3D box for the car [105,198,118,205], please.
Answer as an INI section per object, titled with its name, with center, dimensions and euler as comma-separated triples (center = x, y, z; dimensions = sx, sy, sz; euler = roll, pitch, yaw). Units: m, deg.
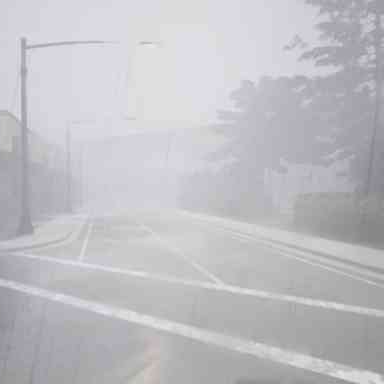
[car]
center = -15.658, 1.873, 64.849
dimensions = 1.895, 1.301, 4.718
euler = -1, 0, -7
